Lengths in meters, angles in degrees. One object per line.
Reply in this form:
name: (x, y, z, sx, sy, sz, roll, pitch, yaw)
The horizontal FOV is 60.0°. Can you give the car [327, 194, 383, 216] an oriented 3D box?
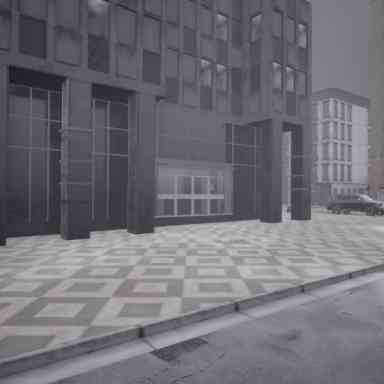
car: (15.795, 1.190, 31.887, 2.150, 2.045, 5.566, 1, -1, -36)
